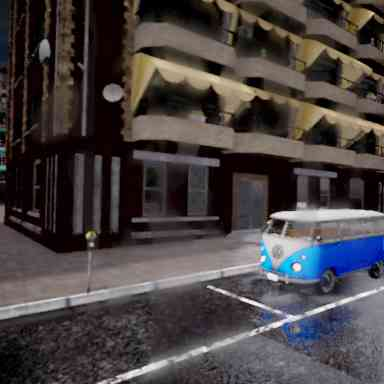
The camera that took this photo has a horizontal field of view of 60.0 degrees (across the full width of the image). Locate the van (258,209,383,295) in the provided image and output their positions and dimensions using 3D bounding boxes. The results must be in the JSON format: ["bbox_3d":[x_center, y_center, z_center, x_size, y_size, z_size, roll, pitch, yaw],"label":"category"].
[{"bbox_3d":[3.507,1.366,8.573,3.998,1.788,1.690,0,1,-35],"label":"van"}]
